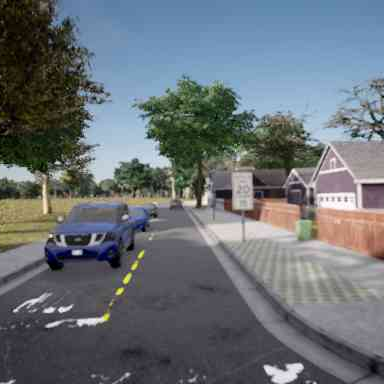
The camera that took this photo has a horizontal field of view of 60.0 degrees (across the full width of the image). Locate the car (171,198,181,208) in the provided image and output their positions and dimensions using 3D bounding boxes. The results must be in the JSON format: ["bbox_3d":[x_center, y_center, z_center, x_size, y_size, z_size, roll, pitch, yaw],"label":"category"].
[{"bbox_3d":[-2.956,1.982,61.219,1.837,1.490,4.892,-1,0,-3],"label":"car"}]

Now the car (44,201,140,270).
[{"bbox_3d":[-3.413,1.394,12.235,2.150,2.045,5.566,-1,0,-3],"label":"car"}]

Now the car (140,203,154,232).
[{"bbox_3d":[-3.895,1.740,22.296,1.882,1.535,5.008,-1,0,-3],"label":"car"}]

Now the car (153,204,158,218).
[{"bbox_3d":[-4.462,1.891,34.117,1.812,1.442,4.674,-1,-1,-2],"label":"car"}]

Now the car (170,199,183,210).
[{"bbox_3d":[-2.372,1.907,51.160,2.128,1.511,4.902,-1,0,-3],"label":"car"}]
